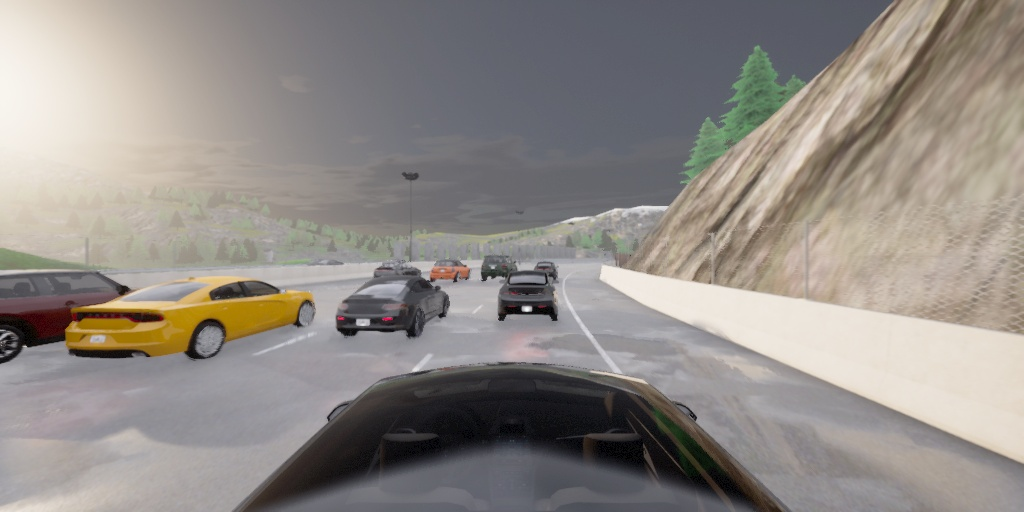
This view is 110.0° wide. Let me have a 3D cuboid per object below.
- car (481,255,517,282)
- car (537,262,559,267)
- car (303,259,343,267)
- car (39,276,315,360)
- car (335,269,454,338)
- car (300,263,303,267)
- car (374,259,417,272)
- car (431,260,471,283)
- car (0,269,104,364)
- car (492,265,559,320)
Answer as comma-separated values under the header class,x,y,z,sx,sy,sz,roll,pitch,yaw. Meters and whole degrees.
class,x,y,z,sx,sy,sz,roll,pitch,yaw
car,-0.956,0.945,29.004,2.150,2.045,5.566,0,0,10
car,2.948,1.236,30.862,1.837,1.490,4.892,0,0,10
car,-22.977,1.180,44.462,1.812,1.442,4.674,0,0,13
car,-6.672,1.205,8.336,1.882,1.535,5.008,0,0,2
car,-3.092,1.261,10.019,1.812,1.442,4.674,0,0,3
car,-25.764,1.137,47.698,2.128,1.511,4.902,0,0,14
car,-8.398,1.198,26.607,2.128,1.511,4.902,0,0,8
car,-4.668,1.067,27.797,2.097,1.767,4.553,0,0,9
car,-10.169,1.071,8.049,2.097,1.767,4.553,0,0,2
car,0.587,1.247,12.570,1.837,1.490,4.892,0,0,4
